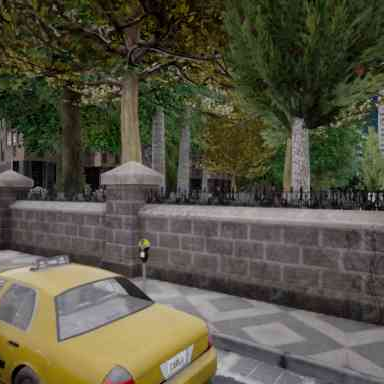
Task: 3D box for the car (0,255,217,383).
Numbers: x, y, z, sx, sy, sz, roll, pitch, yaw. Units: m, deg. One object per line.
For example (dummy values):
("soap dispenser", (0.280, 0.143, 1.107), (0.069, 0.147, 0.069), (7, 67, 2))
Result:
("car", (-2.014, 1.525, 4.395), (4.829, 1.417, 1.752), (0, 0, 35))
